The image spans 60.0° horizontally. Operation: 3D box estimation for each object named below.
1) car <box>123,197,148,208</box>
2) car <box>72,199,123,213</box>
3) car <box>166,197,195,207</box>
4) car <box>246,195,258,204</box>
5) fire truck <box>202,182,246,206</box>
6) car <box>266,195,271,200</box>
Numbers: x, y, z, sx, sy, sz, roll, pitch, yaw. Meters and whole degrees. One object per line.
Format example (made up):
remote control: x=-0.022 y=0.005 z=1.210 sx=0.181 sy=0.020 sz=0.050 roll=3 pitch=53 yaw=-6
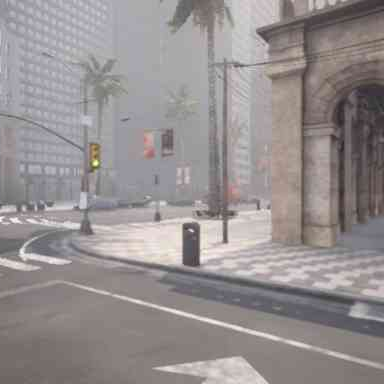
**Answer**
car: x=-8.368 y=1.512 z=47.212 sx=2.161 sy=1.482 sz=4.786 roll=0 pitch=0 yaw=35
car: x=-10.996 y=1.546 z=38.247 sx=2.033 sy=1.411 sz=5.357 roll=0 pitch=0 yaw=36
car: x=-1.627 y=1.546 z=51.285 sx=2.033 sy=1.411 sz=5.357 roll=0 pitch=0 yaw=36
car: x=10.745 y=1.351 z=62.441 sx=2.097 sy=1.767 sz=4.553 roll=0 pitch=0 yaw=35
fire truck: x=5.108 y=0.333 z=54.483 sx=2.891 sy=3.827 sz=8.468 roll=0 pitch=0 yaw=36
car: x=21.347 y=1.479 z=89.036 sx=2.231 sy=1.521 sz=4.892 roll=0 pitch=0 yaw=35
